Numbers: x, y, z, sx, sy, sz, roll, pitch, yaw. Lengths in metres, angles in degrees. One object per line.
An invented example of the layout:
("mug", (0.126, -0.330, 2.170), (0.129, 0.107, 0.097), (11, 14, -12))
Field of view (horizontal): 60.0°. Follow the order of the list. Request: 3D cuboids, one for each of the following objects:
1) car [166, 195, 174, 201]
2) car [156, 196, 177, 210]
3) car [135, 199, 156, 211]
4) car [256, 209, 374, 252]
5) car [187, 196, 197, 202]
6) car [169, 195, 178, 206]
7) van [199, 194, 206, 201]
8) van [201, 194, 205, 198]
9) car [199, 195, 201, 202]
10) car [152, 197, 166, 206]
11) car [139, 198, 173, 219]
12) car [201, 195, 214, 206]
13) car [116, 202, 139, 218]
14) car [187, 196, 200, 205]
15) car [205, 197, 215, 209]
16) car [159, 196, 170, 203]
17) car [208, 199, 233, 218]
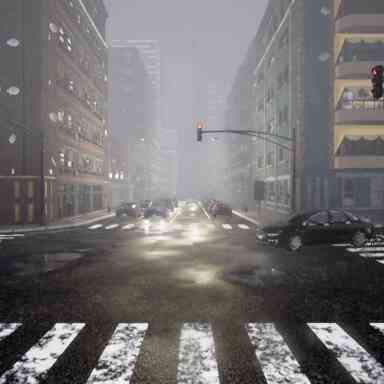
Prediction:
("car", (-5.679, 1.563, 85.290), (1.752, 1.417, 4.829), (0, 0, 0))
("car", (-3.089, 1.511, 39.850), (1.837, 1.490, 4.892), (0, 0, 0))
("car", (-5.688, 1.573, 41.271), (1.947, 1.339, 4.313), (0, 0, 0))
("car", (4.993, 1.470, 13.605), (4.892, 1.490, 1.837), (-1, -1, -15))
("car", (0.015, 1.452, 69.703), (1.895, 1.301, 4.718), (0, 0, 0))
("car", (-3.077, 1.503, 50.294), (2.128, 1.511, 4.902), (0, 0, 0))
("van", (2.700, 1.379, 85.446), (1.690, 1.788, 3.998), (-1, 0, 0))
("van", (2.694, 1.354, 52.304), (1.690, 1.788, 3.998), (0, 0, 0))
("car", (2.697, 1.582, 57.828), (1.947, 1.339, 4.313), (0, 0, 0))
("car", (-5.685, 1.561, 57.842), (1.887, 1.381, 4.507), (0, 0, 0))
("car", (-3.095, 1.550, 29.731), (2.033, 1.411, 5.357), (0, 0, 0))
("car", (2.694, 1.554, 46.781), (1.887, 1.381, 4.507), (0, 0, 0))
("car", (-5.690, 1.568, 30.224), (1.947, 1.339, 4.313), (0, 0, 0))
("car", (0.012, 1.543, 59.667), (1.812, 1.442, 4.674), (0, 0, 0))
("car", (2.692, 1.570, 35.734), (1.947, 1.339, 4.313), (0, 0, 0))
("car", (-5.682, 1.605, 68.889), (1.802, 1.307, 4.206), (0, 0, 0))
("car", (2.691, 1.584, 30.211), (1.802, 1.307, 4.206), (0, 0, 0))
